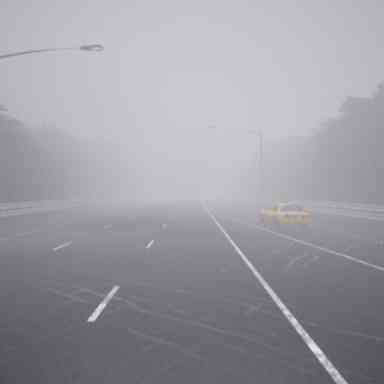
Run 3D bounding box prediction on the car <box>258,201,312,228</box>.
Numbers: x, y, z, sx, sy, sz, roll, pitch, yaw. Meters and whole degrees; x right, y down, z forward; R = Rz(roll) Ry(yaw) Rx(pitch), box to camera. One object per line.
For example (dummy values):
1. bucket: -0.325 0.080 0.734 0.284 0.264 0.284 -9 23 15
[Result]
1. car: 5.739 1.370 21.253 1.801 1.575 5.366 0 0 -7
